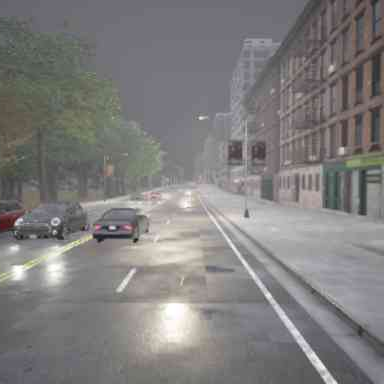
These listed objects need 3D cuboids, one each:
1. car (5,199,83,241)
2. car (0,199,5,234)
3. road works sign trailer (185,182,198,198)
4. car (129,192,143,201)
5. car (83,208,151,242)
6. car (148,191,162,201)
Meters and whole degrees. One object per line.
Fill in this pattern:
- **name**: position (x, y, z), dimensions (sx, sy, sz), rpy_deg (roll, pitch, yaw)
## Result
- **car**: position (-6.600, 1.246, 16.069), dimensions (2.097, 1.767, 4.553), rpy_deg (0, 0, 0)
- **car**: position (-9.850, 1.246, 16.066), dimensions (2.097, 1.767, 4.553), rpy_deg (0, 0, 0)
- **road works sign trailer**: position (-0.020, -0.505, 70.660), dimensions (2.380, 3.560, 2.880), rpy_deg (0, 2, 0)
- **car**: position (-9.797, 0.839, 58.767), dimensions (1.837, 1.490, 4.892), rpy_deg (0, 2, 0)
- **car**: position (-3.155, 1.445, 15.695), dimensions (2.033, 1.411, 5.357), rpy_deg (0, 0, 0)
- **car**: position (-6.546, 0.685, 58.867), dimensions (2.097, 1.767, 4.553), rpy_deg (0, 1, 0)
